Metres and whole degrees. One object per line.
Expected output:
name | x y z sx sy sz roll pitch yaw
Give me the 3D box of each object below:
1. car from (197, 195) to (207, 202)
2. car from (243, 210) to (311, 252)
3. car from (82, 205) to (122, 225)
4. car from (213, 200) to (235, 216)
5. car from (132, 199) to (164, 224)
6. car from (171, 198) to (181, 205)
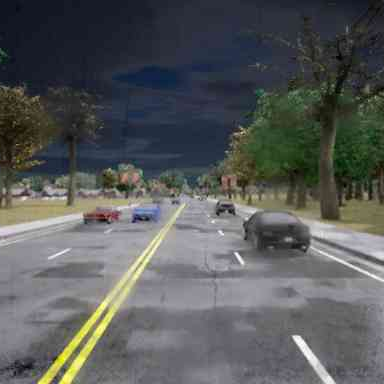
car | 3.246 2.072 90.450 2.033 1.411 5.357 0 -1 0
car | 3.343 1.505 13.978 1.882 1.535 5.008 0 0 0
car | -6.601 1.666 24.843 1.895 1.301 4.718 0 0 0
car | 3.348 1.619 34.594 1.837 1.490 4.892 0 0 0
car | -3.350 1.546 25.521 1.882 1.535 5.008 0 0 0
car | -3.257 1.862 67.042 2.033 1.411 5.357 0 0 0
